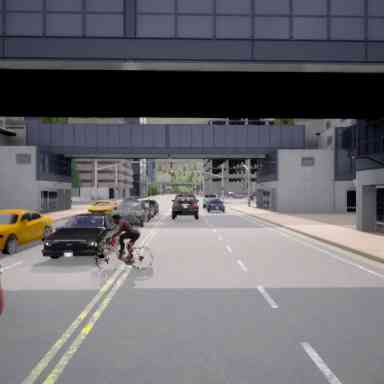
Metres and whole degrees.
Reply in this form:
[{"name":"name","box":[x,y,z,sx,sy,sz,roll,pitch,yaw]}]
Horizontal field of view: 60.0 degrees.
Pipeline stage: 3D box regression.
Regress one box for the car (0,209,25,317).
[{"name":"car","box":[-3.609,1.223,2.335,2.150,2.045,5.566,0,0,-2]}]

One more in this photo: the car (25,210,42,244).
[{"name":"car","box":[-7.397,1.478,13.486,1.882,1.535,5.008,0,0,-1]}]

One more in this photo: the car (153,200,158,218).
[{"name":"car","box":[-4.145,1.526,27.455,1.812,1.442,4.674,0,0,-1]}]

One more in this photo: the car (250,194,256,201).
[{"name":"car","box":[14.742,1.153,77.916,1.932,1.855,4.605,0,0,-2]}]

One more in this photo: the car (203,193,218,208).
[{"name":"car","box":[2.821,1.221,47.498,2.150,2.045,5.566,0,0,8]}]

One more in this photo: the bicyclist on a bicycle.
[{"name":"bicyclist on a bicycle","box":[-1.959,1.455,9.504,1.656,1.620,0.582,-2,0,-1]}]

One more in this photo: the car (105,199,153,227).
[{"name":"car","box":[-4.111,1.352,22.416,2.097,1.767,4.553,0,0,-1]}]

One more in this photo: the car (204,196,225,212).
[{"name":"car","box":[2.668,1.526,37.992,1.812,1.442,4.674,0,0,-1]}]

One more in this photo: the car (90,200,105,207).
[{"name":"car","box":[-7.766,1.477,29.405,1.882,1.535,5.008,0,0,-1]}]

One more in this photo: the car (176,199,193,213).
[{"name":"car","box":[-0.828,1.526,37.908,1.812,1.442,4.674,0,0,-1]}]

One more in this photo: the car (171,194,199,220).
[{"name":"car","box":[-0.564,1.221,28.211,2.150,2.045,5.566,0,0,-1]}]

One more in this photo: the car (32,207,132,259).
[{"name":"car","box":[-3.886,1.547,12.927,2.033,1.411,5.357,0,0,-2]}]
